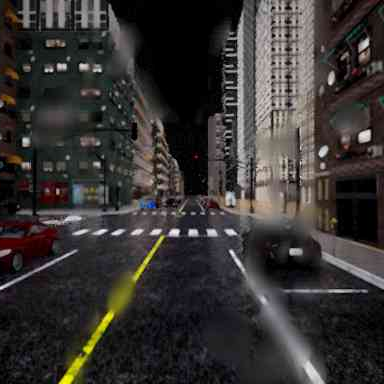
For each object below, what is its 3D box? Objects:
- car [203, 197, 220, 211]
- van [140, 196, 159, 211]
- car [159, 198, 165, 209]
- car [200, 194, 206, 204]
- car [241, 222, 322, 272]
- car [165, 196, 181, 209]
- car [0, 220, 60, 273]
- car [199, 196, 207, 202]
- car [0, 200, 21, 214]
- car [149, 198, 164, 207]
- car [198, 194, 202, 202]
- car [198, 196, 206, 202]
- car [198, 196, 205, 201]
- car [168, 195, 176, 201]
[{"bbox_3d":[2.693,1.704,43.115,1.802,1.307,4.206,0,0,0],"label":"car"},{"bbox_3d":[-5.687,1.463,43.116,1.690,1.788,3.998,0,0,0],"label":"van"},{"bbox_3d":[-5.687,1.454,48.643,2.192,1.841,5.009,0,0,0],"label":"car"},{"bbox_3d":[2.692,1.597,54.171,1.967,1.590,4.097,0,0,0],"label":"car"},{"bbox_3d":[2.696,1.594,10.709,1.947,1.339,4.313,0,0,0],"label":"car"},{"bbox_3d":[-3.078,1.645,49.073,1.837,1.490,4.892,0,0,0],"label":"car"},{"bbox_3d":[-5.685,1.610,10.720,1.802,1.307,4.206,0,0,0],"label":"car"},{"bbox_3d":[2.688,1.803,81.808,2.008,1.369,4.403,0,0,0],"label":"car"},{"bbox_3d":[-18.787,1.437,31.955,4.313,1.339,1.947,1,-1,0],"label":"car"},{"bbox_3d":[-5.689,1.702,54.171,1.887,1.381,4.507,0,0,0],"label":"car"},{"bbox_3d":[2.690,1.652,70.753,1.967,1.590,4.097,0,0,0],"label":"car"},{"bbox_3d":[2.688,1.817,87.336,1.887,1.381,4.507,0,0,0],"label":"car"},{"bbox_3d":[2.687,1.875,92.863,1.802,1.307,4.206,0,0,0],"label":"car"},{"bbox_3d":[-5.692,1.734,92.863,1.967,1.590,4.097,0,0,0],"label":"car"}]
